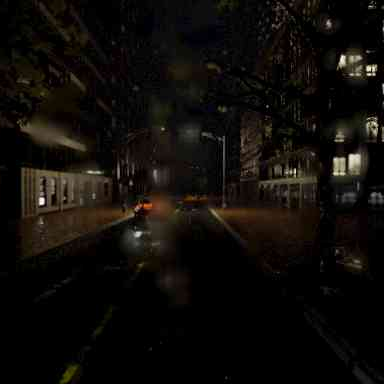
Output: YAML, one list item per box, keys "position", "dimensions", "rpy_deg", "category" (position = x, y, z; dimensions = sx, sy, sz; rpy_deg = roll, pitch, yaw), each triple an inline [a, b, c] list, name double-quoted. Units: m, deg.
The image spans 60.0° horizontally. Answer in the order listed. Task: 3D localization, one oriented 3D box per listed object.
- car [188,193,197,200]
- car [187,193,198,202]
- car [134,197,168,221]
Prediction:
- position: [0.045, 0.914, 71.217]
  dimensions: [1.837, 1.490, 4.892]
  rpy_deg: [0, 0, 0]
  category: "car"
- position: [0.039, 1.057, 60.803]
  dimensions: [1.882, 1.535, 5.008]
  rpy_deg: [0, 0, 0]
  category: "car"
- position: [-3.025, 1.166, 25.089]
  dimensions: [2.097, 1.767, 4.553]
  rpy_deg: [0, 0, 1]
  category: "car"
